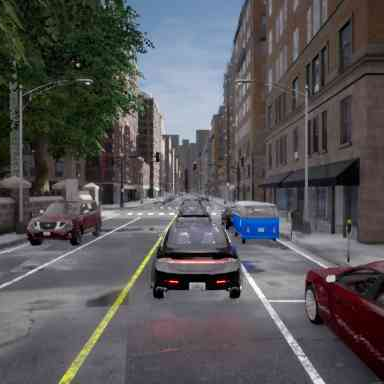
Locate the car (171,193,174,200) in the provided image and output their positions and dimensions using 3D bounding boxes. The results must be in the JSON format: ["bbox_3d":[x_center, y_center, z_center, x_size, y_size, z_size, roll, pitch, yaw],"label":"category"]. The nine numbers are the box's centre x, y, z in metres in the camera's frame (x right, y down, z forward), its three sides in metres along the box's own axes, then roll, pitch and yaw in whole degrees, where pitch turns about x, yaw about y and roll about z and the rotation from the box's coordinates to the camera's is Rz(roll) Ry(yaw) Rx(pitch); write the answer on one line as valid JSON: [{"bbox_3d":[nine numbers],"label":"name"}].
[{"bbox_3d":[-5.687,1.492,75.549,1.887,1.381,4.507,0,0,0],"label":"car"}]

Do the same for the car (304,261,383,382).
[{"bbox_3d":[2.853,1.544,4.228,1.887,1.381,4.507,0,0,0],"label":"car"}]

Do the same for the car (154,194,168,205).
[{"bbox_3d":[-5.684,1.480,59.026,1.752,1.417,4.829,0,0,0],"label":"car"}]

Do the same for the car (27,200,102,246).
[{"bbox_3d":[-5.674,1.310,15.507,2.192,1.841,5.009,0,0,0],"label":"car"}]

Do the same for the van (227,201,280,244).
[{"bbox_3d":[2.851,1.336,15.549,1.690,1.788,3.998,0,0,0],"label":"van"}]

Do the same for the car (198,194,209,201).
[{"bbox_3d":[2.837,1.388,75.586,1.967,1.590,4.097,0,0,0],"label":"car"}]

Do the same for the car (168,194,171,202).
[{"bbox_3d":[-5.685,1.502,64.647,2.008,1.369,4.403,0,0,0],"label":"car"}]

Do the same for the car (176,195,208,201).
[{"bbox_3d":[-0.008,1.338,27.567,2.097,1.767,4.553,0,0,0],"label":"car"}]

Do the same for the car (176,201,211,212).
[{"bbox_3d":[0.094,1.485,18.390,2.128,1.511,4.902,0,0,0],"label":"car"}]

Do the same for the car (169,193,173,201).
[{"bbox_3d":[-5.686,1.494,70.098,1.887,1.381,4.507,0,0,0],"label":"car"}]

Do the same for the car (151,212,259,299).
[{"bbox_3d":[0.098,1.490,8.450,2.128,1.511,4.902,0,0,0],"label":"car"}]

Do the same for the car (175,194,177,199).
[{"bbox_3d":[-5.690,1.497,86.450,2.008,1.369,4.403,0,0,0],"label":"car"}]

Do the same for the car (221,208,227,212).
[{"bbox_3d":[2.850,1.558,21.210,1.947,1.339,4.313,0,0,0],"label":"car"}]
